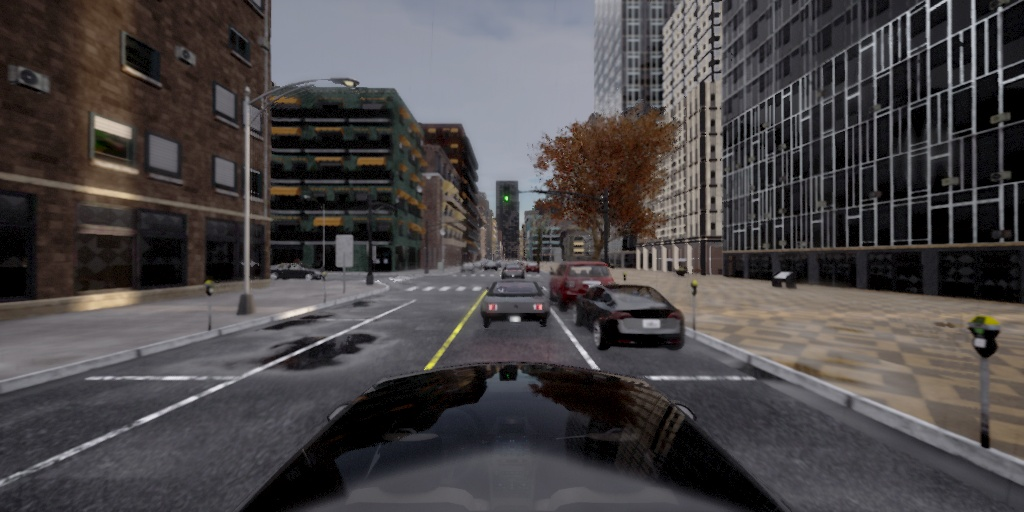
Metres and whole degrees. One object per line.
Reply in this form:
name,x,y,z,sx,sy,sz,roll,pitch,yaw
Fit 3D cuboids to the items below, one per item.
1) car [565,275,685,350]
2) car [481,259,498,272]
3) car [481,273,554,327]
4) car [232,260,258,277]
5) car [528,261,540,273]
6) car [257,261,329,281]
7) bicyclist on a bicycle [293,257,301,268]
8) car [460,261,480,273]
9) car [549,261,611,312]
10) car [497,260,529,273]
car,2.689,1.351,8.985,1.948,1.339,4.313,0,0,0
car,-3.107,1.496,53.263,1.882,1.535,5.008,0,0,0
car,0.095,1.400,11.745,1.895,1.301,4.718,0,0,0
car,-21.560,1.088,30.011,5.008,1.535,1.882,1,0,-1
car,2.668,1.527,46.896,1.888,1.381,4.507,0,0,0
car,-16.447,1.216,27.471,4.403,1.370,2.007,0,0,-1
bicyclist on a bicycle,-23.187,0.941,38.733,0.582,1.620,1.656,1,0,-1
car,-5.712,1.532,46.891,2.007,1.370,4.403,0,0,0
car,2.686,1.127,14.509,2.192,1.841,5.009,0,0,0
car,0.087,1.387,31.004,2.128,1.511,4.902,0,0,0
